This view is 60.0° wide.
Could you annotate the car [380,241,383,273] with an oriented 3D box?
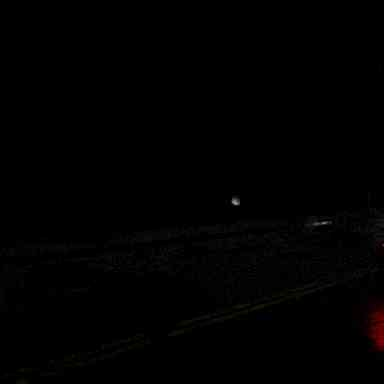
[{"bbox_3d":[6.501,1.384,8.241,4.892,1.490,1.837,1,-1,-36],"label":"car"}]
